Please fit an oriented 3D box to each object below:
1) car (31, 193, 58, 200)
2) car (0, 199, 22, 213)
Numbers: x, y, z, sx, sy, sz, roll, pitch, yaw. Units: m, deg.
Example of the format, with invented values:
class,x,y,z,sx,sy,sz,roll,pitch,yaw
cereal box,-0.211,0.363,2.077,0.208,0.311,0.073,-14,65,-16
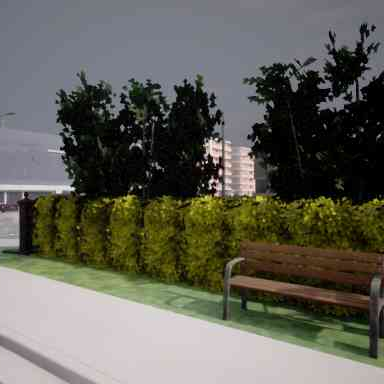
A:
class,x,y,z,sx,sy,sz,roll,pitch,yaw
car,-15.236,1.167,36.874,2.150,2.045,5.566,0,0,36
car,-19.062,1.502,37.544,2.033,1.411,5.357,0,0,35
